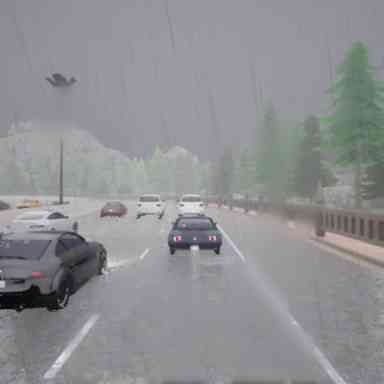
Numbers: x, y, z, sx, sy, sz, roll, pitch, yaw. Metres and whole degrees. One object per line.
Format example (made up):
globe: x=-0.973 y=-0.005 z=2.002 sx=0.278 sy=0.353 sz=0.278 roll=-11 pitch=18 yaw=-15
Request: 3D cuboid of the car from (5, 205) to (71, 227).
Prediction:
car: x=-6.915 y=1.553 z=15.574 sx=1.812 sy=1.442 sz=4.674 roll=0 pitch=0 yaw=0

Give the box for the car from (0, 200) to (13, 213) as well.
car: x=-22.032 y=1.611 z=36.947 sx=2.033 sy=1.411 sz=5.357 roll=0 pitch=0 yaw=-7

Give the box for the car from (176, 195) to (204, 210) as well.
car: x=-0.183 y=1.273 z=30.022 sx=2.150 sy=2.045 sz=5.566 roll=0 pitch=0 yaw=-3

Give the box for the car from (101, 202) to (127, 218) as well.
car: x=-7.330 y=1.618 z=31.438 sx=1.994 sy=1.385 sz=4.181 roll=0 pitch=0 yaw=-4

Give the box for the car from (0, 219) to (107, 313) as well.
car: x=-3.401 y=1.578 z=7.794 sx=1.994 sy=1.385 sz=4.181 roll=0 pitch=0 yaw=0

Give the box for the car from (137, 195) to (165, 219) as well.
car: x=-3.674 y=1.273 z=29.959 sx=2.150 sy=2.045 sz=5.566 roll=0 pitch=0 yaw=-3

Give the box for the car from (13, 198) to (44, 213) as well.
car: x=-18.910 y=1.544 z=38.827 sx=1.882 sy=1.535 sz=5.008 roll=0 pitch=0 yaw=-9

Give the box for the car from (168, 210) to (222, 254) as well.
car: x=0.101 y=1.624 z=13.570 sx=1.895 sy=1.301 sz=4.718 roll=0 pitch=0 yaw=0
